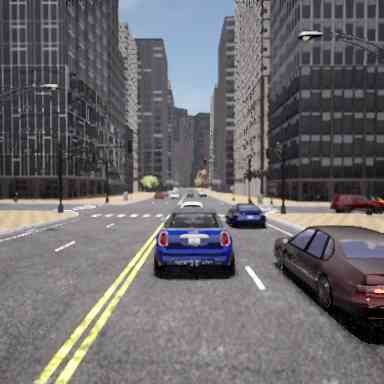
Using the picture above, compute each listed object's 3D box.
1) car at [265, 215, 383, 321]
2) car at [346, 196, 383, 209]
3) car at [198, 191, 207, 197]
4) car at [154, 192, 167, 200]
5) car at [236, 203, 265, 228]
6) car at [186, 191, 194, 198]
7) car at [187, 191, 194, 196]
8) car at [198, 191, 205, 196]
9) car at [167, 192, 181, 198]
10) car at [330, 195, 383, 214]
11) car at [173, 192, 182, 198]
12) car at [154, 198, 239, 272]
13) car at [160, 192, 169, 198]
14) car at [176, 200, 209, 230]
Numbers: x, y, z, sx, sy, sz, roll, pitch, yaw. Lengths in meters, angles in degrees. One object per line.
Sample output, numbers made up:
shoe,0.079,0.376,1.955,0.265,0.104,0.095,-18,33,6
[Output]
car,3.317,1.471,7.453,2.033,1.411,5.357,0,1,0
car,21.603,1.244,40.655,4.829,1.417,1.752,1,1,1
car,2.823,0.694,83.504,1.895,1.301,4.718,0,1,0
car,-6.855,0.744,69.151,1.882,1.535,5.008,0,1,0
car,3.246,1.352,20.503,1.994,1.385,4.181,0,1,0
car,-0.425,0.643,83.042,2.033,1.411,5.357,0,1,0
car,-0.479,0.350,93.457,1.812,1.442,4.674,0,1,0
car,2.771,0.350,93.473,1.812,1.442,4.674,0,1,0
car,-3.605,0.790,69.168,1.812,1.442,4.674,0,1,0
car,16.038,1.202,32.339,5.009,1.841,2.192,1,1,1
car,-3.685,0.625,84.747,2.033,1.411,5.357,0,1,0
car,0.048,1.243,10.563,2.097,1.767,4.553,0,1,0
car,-6.935,0.625,84.731,2.033,1.411,5.357,0,1,0
car,-0.003,1.314,20.439,1.812,1.442,4.674,0,1,0
